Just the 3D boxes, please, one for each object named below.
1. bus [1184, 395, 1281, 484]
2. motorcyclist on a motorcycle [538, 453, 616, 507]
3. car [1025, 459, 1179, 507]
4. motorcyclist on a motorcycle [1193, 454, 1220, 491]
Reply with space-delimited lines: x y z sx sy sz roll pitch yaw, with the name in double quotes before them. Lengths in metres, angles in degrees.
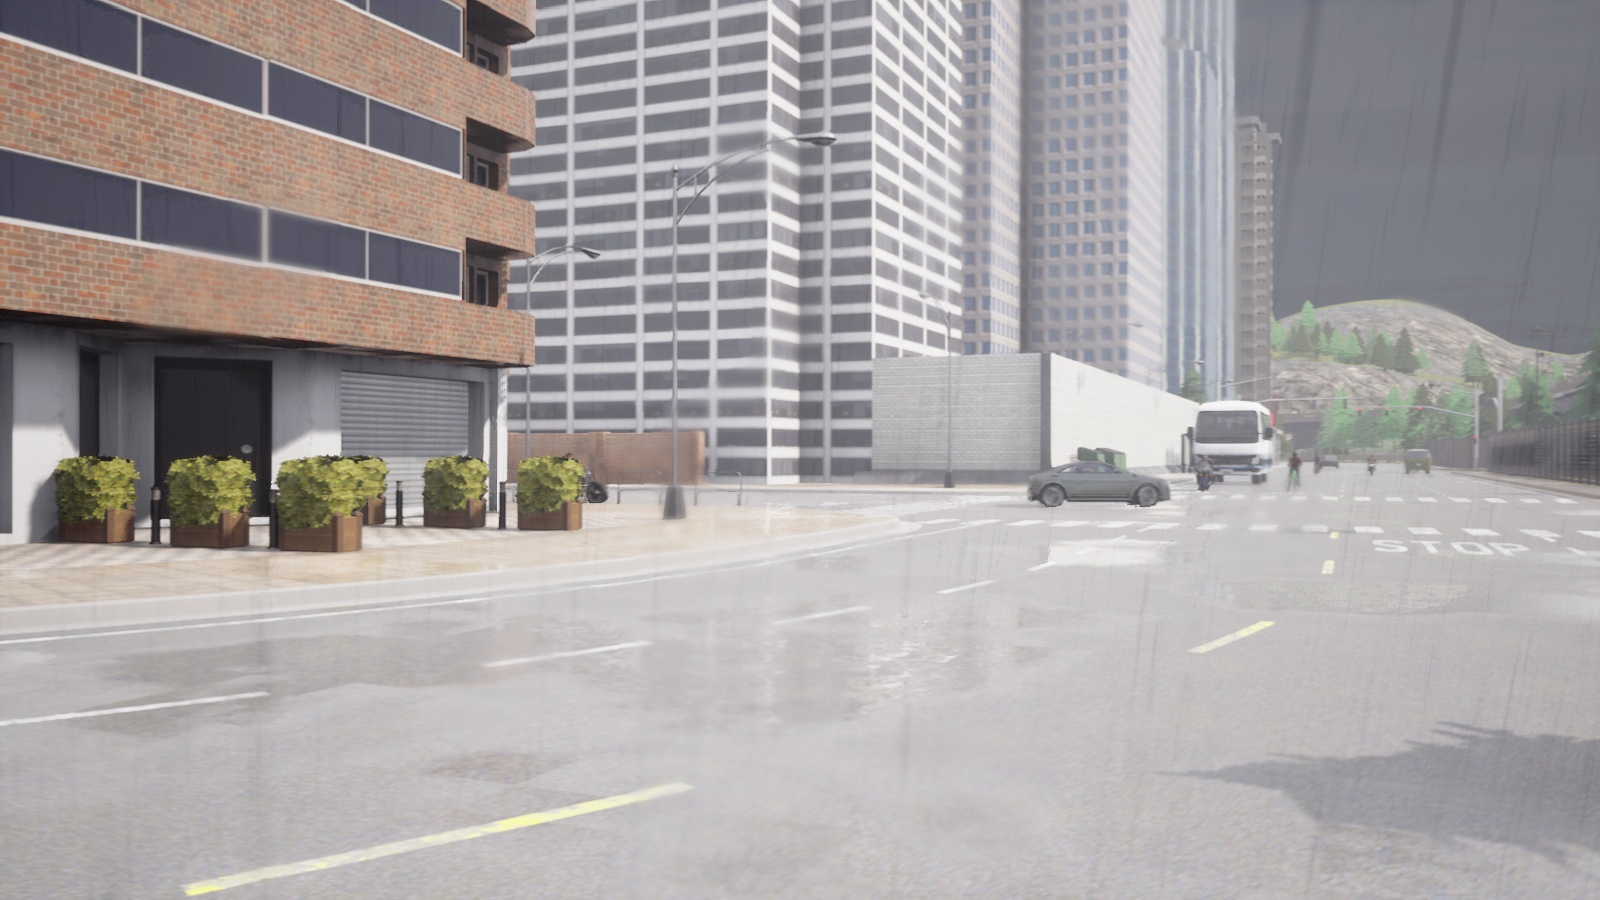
"bus" 22.701 -0.464 65.475 3.944 4.253 10.273 0 0 24
"motorcyclist on a motorcycle" -6.919 0.910 38.886 2.350 1.649 0.766 0 0 24
"car" 8.882 0.961 37.216 4.181 1.385 1.994 0 0 5
"motorcyclist on a motorcycle" 16.975 0.918 52.412 0.866 1.530 2.191 0 0 24
